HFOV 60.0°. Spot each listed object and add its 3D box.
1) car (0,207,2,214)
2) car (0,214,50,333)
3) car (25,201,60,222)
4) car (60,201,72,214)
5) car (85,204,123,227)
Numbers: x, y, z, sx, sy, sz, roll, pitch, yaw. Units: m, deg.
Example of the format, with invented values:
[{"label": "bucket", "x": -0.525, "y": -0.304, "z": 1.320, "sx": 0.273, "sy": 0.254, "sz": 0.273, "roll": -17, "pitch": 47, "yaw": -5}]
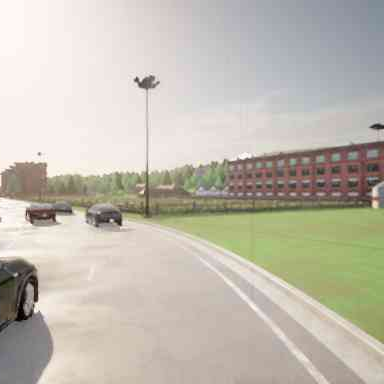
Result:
[{"label": "car", "x": -17.552, "y": 1.704, "z": 28.730, "sx": 1.812, "sy": 1.442, "sz": 4.674, "roll": 0, "pitch": 0, "yaw": -32}, {"label": "car", "x": -3.787, "y": 1.385, "z": 4.410, "sx": 2.097, "sy": 1.767, "sz": 4.553, "roll": 0, "pitch": 0, "yaw": -5}, {"label": "car", "x": -12.445, "y": 1.627, "z": 27.263, "sx": 1.882, "sy": 1.535, "sz": 5.008, "roll": 0, "pitch": 0, "yaw": -32}, {"label": "car", "x": -15.038, "y": 1.760, "z": 37.931, "sx": 1.994, "sy": 1.385, "sz": 4.181, "roll": 0, "pitch": 0, "yaw": -32}, {"label": "car", "x": -6.384, "y": 1.614, "z": 23.841, "sx": 1.837, "sy": 1.490, "sz": 4.892, "roll": 0, "pitch": 0, "yaw": -28}]
